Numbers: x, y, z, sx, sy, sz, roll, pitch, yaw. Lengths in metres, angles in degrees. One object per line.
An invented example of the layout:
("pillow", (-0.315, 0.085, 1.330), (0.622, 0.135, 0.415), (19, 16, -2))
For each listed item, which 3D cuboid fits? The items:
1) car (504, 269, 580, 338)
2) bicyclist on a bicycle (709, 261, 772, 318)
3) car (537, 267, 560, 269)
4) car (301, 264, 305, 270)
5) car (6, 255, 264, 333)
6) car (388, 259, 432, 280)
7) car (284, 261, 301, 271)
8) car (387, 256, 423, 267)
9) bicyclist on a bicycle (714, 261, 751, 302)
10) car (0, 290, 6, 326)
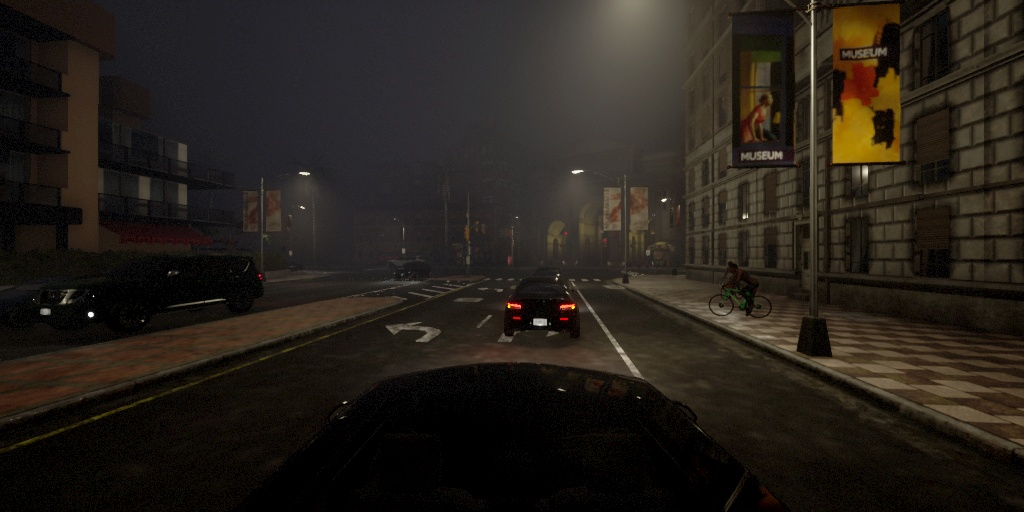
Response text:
("car", (0.885, 1.276, 10.110), (1.812, 1.442, 4.674), (0, 0, 7))
("bicyclist on a bicycle", (6.862, 1.051, 10.824), (1.656, 1.620, 0.582), (0, 0, 22))
("car", (1.936, 1.276, 18.952), (1.812, 1.442, 4.674), (0, 0, 7))
("car", (-30.266, 1.314, 48.254), (4.181, 1.385, 1.994), (0, 0, 7))
("car", (-10.705, 0.971, 11.256), (2.150, 2.045, 5.566), (0, 0, 8))
("car", (-8.392, 1.255, 30.857), (1.837, 1.490, 4.892), (-1, 0, 8))
("car", (-29.631, 1.240, 44.645), (4.902, 1.511, 2.128), (0, 0, 7))
("car", (-15.861, 0.971, 53.716), (5.566, 2.045, 2.150), (0, 0, 7))
("bicyclist on a bicycle", (9.284, 1.050, 15.085), (1.656, 1.620, 0.582), (0, 0, -28))
("car", (-14.195, 1.297, 11.681), (2.033, 1.411, 5.357), (0, 0, 7))
